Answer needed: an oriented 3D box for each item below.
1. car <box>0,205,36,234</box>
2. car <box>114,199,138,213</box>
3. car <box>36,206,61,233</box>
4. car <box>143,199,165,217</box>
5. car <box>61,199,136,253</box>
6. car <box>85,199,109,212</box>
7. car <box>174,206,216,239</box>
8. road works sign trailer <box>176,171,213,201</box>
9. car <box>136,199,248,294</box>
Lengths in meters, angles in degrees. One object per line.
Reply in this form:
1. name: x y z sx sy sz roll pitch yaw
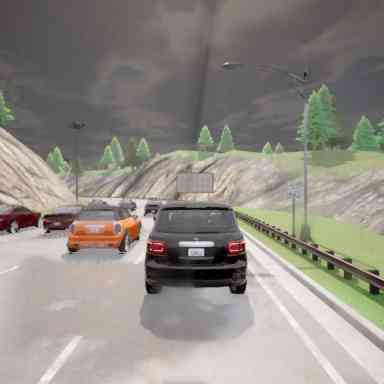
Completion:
1. car: -10.422 1.478 19.183 1.882 1.535 5.008 0 0 0
2. car: -7.452 1.548 37.929 2.033 1.411 5.357 0 0 -5
3. car: -6.921 1.477 19.511 1.882 1.535 5.008 0 0 0
4. car: -3.675 1.506 33.162 1.837 1.490 4.892 0 0 -3
5. car: -3.416 1.353 13.792 2.097 1.767 4.553 0 0 0
6. car: -11.095 1.563 39.204 1.994 1.385 4.181 0 0 -5
7. car: 0.120 1.558 18.126 1.994 1.385 4.181 0 0 -1
8. road works sign trailer: 0.190 0.464 21.623 2.380 3.560 2.880 0 0 0
9. car: 0.088 1.221 8.909 2.150 2.045 5.566 0 0 0
